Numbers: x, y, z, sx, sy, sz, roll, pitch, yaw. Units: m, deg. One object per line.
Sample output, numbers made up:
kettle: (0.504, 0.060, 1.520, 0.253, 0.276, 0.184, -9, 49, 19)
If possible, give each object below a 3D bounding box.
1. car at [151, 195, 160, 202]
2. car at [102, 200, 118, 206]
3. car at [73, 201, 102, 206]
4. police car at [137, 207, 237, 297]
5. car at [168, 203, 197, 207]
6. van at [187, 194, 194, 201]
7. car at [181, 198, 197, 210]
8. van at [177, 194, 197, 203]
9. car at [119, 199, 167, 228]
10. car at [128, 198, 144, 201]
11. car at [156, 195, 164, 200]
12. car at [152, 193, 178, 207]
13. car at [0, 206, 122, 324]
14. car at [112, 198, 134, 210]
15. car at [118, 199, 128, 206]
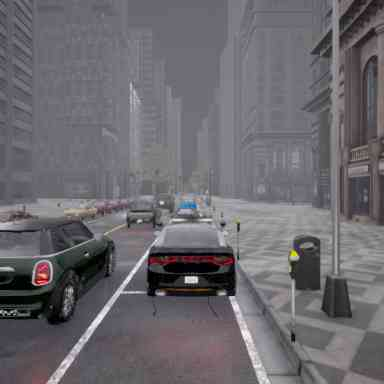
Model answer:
car: (-8.912, 1.555, 81.278, 1.752, 1.417, 4.829, 0, 0, 0)
car: (-8.919, 1.548, 32.304, 1.887, 1.381, 4.507, 0, 0, 0)
car: (-8.918, 1.528, 26.609, 1.752, 1.417, 4.829, 0, 0, 0)
police car: (-0.012, 1.426, 8.760, 1.930, 1.638, 5.238, 0, 0, 0)
car: (-0.370, 1.584, 21.237, 1.802, 1.307, 4.206, 0, 0, 0)
van: (-0.380, 1.377, 86.847, 1.690, 1.788, 3.998, 0, 0, 0)
car: (-0.367, 1.550, 43.337, 1.887, 1.381, 4.507, 0, 0, 0)
van: (-0.368, 1.345, 32.287, 1.690, 1.788, 3.998, 0, 0, 0)
car: (-3.080, 1.494, 22.081, 2.128, 1.511, 4.902, 0, 0, 0)
car: (-6.217, 1.497, 39.234, 2.128, 1.511, 4.902, 0, 0, 0)
car: (-8.906, 1.586, 92.029, 1.887, 1.381, 4.507, 0, 0, 0)
car: (-3.080, 1.227, 36.822, 2.150, 2.045, 5.566, 0, 0, 0)
car: (-3.145, 1.352, 7.317, 2.097, 1.767, 4.553, 0, 0, 0)
car: (-8.922, 1.550, 43.355, 1.887, 1.381, 4.507, 0, 0, 0)
car: (-8.921, 1.549, 37.830, 1.887, 1.381, 4.507, 0, 0, 0)
